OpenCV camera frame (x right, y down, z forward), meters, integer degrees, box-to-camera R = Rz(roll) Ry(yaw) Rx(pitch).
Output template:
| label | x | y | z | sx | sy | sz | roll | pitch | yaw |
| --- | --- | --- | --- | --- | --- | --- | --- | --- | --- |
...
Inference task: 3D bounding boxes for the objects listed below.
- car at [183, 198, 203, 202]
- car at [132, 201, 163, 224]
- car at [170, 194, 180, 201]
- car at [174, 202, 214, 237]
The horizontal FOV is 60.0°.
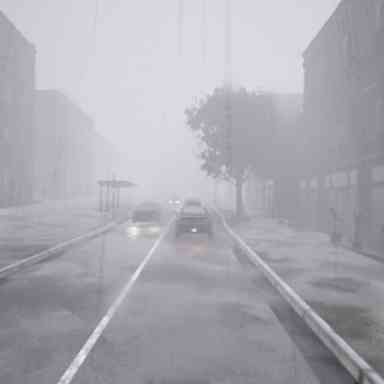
| label | x | y | z | sx | sy | sz | roll | pitch | yaw |
| --- | --- | --- | --- | --- | --- | --- | --- | --- | --- |
| car | 0.085 | 1.376 | 35.924 | 1.837 | 1.490 | 4.892 | 0 | 1 | 0 |
| car | -3.220 | 1.444 | 24.730 | 1.882 | 1.535 | 5.008 | 0 | 0 | 0 |
| car | -3.454 | 1.114 | 66.523 | 1.895 | 1.301 | 4.718 | 0 | 1 | 0 |
| car | 0.100 | 1.503 | 17.856 | 1.837 | 1.490 | 4.892 | 0 | 0 | 0 |
